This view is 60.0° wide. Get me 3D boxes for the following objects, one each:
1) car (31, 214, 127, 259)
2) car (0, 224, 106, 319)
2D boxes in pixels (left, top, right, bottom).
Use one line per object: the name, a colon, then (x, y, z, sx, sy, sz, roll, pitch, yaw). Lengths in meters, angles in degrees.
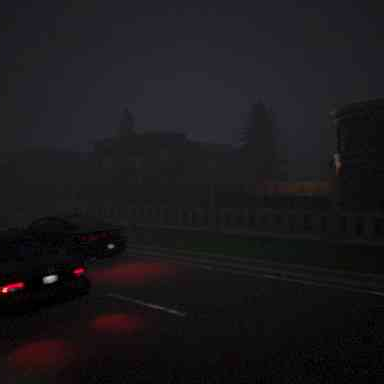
car: (-4.451, 1.490, 11.464, 5.008, 1.535, 1.882, 0, 0, 35)
car: (-4.484, 1.557, 7.188, 5.357, 1.411, 2.033, 0, 0, 35)
